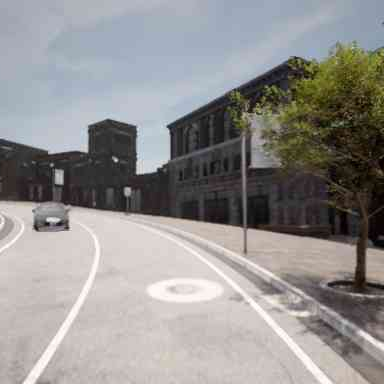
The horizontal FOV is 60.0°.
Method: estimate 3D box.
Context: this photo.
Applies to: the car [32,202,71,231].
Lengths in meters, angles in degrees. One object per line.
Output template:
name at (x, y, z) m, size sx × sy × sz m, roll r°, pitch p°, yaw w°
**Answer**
car at (-8.491, 1.392, 20.025) m, size 2.128 × 1.511 × 4.902 m, roll 2°, pitch 0°, yaw -26°
